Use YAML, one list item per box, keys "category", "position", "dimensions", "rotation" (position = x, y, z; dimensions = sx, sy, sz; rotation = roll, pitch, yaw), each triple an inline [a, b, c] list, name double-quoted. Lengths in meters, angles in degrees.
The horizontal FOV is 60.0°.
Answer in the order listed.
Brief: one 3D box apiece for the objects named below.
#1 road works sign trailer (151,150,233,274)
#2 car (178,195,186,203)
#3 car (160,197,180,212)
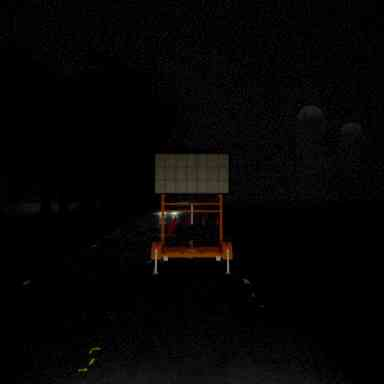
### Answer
- category: "road works sign trailer"
  position: [-0.001, 0.481, 10.567]
  dimensions: [2.380, 3.560, 2.880]
  rotation: [0, 0, 0]
- category: "car"
  position: [-2.757, 1.815, 90.147]
  dimensions: [2.150, 2.045, 5.566]
  rotation: [0, -1, 0]
- category: "car"
  position: [-2.852, 1.670, 41.715]
  dimensions: [1.812, 1.442, 4.674]
  rotation: [0, 0, 0]
